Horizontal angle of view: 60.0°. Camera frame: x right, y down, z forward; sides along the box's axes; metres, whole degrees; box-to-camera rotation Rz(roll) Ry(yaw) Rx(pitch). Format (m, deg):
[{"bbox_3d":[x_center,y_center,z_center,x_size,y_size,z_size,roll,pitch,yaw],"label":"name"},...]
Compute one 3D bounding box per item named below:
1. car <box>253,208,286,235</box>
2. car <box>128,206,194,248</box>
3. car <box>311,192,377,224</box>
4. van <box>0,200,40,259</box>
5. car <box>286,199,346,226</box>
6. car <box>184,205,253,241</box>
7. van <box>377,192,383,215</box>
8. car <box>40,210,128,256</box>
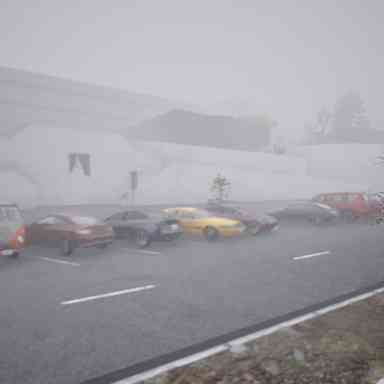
[{"bbox_3d":[2.296,1.445,18.214,4.792,1.488,2.163,-1,-1,35],"label":"car"},{"bbox_3d":[-2.618,1.495,14.777,4.792,1.488,2.163,-1,0,35],"label":"car"},{"bbox_3d":[9.530,1.062,23.441,5.566,2.045,2.435,-1,0,35],"label":"car"},{"bbox_3d":[-7.350,1.265,11.242,4.442,1.987,1.878,-1,-1,35],"label":"van"},{"bbox_3d":[7.133,1.390,21.691,4.674,1.452,2.002,-1,0,35],"label":"car"},{"bbox_3d":[-0.004,1.436,16.397,5.366,1.575,1.946,-1,-1,34],"label":"car"},{"bbox_3d":[12.086,1.043,25.098,4.442,1.987,1.878,-1,0,35],"label":"van"},{"bbox_3d":[-5.019,1.518,13.026,4.674,1.452,2.002,-1,0,35],"label":"car"}]
